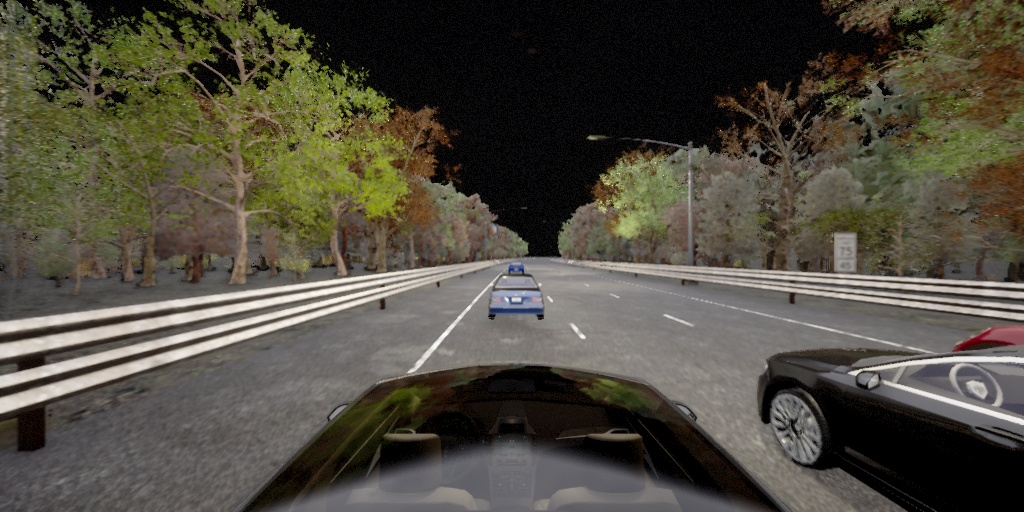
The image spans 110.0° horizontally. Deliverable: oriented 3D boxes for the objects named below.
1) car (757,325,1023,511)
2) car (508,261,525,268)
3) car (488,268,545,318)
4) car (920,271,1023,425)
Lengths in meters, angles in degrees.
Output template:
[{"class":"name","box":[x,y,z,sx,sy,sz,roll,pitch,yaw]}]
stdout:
[{"class":"car","box":[3.606,1.243,1.965,2.128,1.511,4.902,0,0,0]},{"class":"car","box":[0.541,1.399,43.707,1.882,1.535,5.008,0,0,1]},{"class":"car","box":[0.142,1.345,13.099,2.033,1.411,5.357,0,0,0]},{"class":"car","box":[7.110,1.110,3.045,2.097,1.767,4.553,0,0,0]}]
